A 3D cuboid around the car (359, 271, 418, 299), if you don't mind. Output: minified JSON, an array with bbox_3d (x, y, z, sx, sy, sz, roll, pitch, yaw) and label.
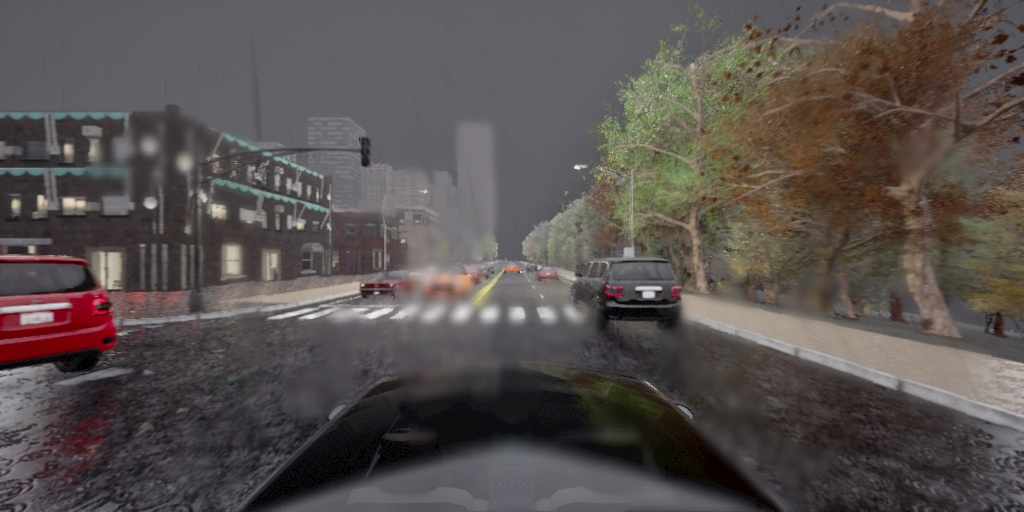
[{"bbox_3d":[-6.611,1.529,19.769,1.895,1.301,4.718,0,-1,1],"label":"car"}]

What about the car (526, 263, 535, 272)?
[{"bbox_3d":[3.298,1.833,58.695,1.812,1.442,4.674,0,0,0],"label":"car"}]

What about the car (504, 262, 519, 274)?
[{"bbox_3d":[-0.016,1.584,50.841,2.097,1.767,4.553,0,-1,0],"label":"car"}]

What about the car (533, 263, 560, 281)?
[{"bbox_3d":[3.341,1.632,34.043,1.994,1.385,4.181,0,-1,0],"label":"car"}]

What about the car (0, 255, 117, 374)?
[{"bbox_3d":[-9.383,1.033,5.852,5.566,2.045,2.150,-1,-1,15],"label":"car"}]

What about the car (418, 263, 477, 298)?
[{"bbox_3d":[-3.349,1.278,19.549,2.097,1.767,4.553,0,-1,0],"label":"car"}]

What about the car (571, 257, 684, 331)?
[{"bbox_3d":[3.347,1.067,11.452,2.150,2.045,5.566,0,-1,0],"label":"car"}]

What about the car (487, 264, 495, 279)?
[{"bbox_3d":[-3.279,1.598,37.981,2.128,1.511,4.902,0,-1,0],"label":"car"}]

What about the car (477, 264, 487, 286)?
[{"bbox_3d":[-3.333,1.493,28.707,1.882,1.535,5.008,0,-1,0],"label":"car"}]

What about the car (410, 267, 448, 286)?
[{"bbox_3d":[-6.579,1.618,28.935,1.895,1.301,4.718,0,-1,0],"label":"car"}]
